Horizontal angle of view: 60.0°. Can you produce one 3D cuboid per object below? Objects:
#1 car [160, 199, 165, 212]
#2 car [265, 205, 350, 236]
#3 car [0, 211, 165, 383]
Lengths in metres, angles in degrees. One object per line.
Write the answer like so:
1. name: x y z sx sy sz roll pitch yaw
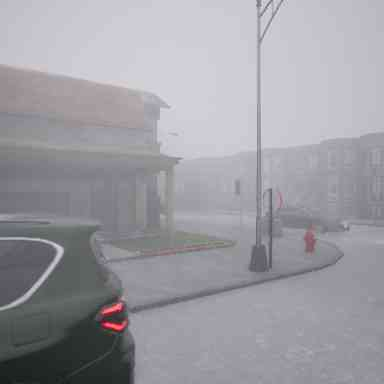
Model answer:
1. car: -4.586 1.221 34.252 2.150 2.045 5.566 0 0 -35
2. car: 6.373 1.492 18.847 2.128 1.511 4.902 0 0 -35
3. car: -3.137 1.221 2.202 5.566 2.045 2.150 0 0 -33
